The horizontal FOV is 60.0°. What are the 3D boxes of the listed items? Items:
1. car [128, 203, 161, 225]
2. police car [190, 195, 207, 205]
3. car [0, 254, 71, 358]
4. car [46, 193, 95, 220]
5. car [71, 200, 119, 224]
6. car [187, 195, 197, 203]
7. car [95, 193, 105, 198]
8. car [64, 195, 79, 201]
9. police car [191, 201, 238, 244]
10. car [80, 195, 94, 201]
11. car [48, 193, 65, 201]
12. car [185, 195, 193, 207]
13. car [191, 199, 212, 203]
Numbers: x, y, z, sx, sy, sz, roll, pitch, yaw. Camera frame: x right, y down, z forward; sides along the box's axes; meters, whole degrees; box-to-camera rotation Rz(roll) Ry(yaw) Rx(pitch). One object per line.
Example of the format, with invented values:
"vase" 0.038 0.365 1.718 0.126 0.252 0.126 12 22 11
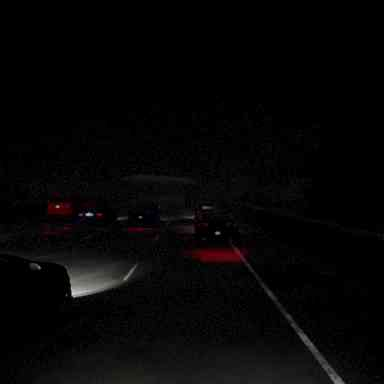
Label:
"car" -3.399 1.509 24.474 1.882 1.535 5.008 0 0 0
"police car" 1.051 1.426 32.258 1.930 1.638 5.238 0 0 0
"car" -3.400 1.590 4.990 1.994 1.385 4.181 0 0 0
"car" -10.387 1.240 28.427 2.150 2.045 5.566 0 0 0
"car" -6.899 1.578 24.943 2.033 1.411 5.357 0 0 0
"car" 0.004 1.357 64.027 1.837 1.490 4.892 0 0 0
"car" -20.998 1.042 75.550 2.097 1.767 4.553 0 0 0
"car" -27.998 1.336 77.214 1.994 1.385 4.181 0 0 0
"police car" 1.051 1.471 16.241 1.930 1.638 5.238 0 0 0
"car" -24.498 1.331 78.048 1.994 1.385 4.181 0 0 0
"car" -31.498 1.139 77.244 2.097 1.767 4.553 0 0 0
"car" 0.007 1.272 49.317 2.097 1.767 4.553 0 0 0
"car" 1.051 1.552 26.141 1.812 1.442 4.674 0 0 0
